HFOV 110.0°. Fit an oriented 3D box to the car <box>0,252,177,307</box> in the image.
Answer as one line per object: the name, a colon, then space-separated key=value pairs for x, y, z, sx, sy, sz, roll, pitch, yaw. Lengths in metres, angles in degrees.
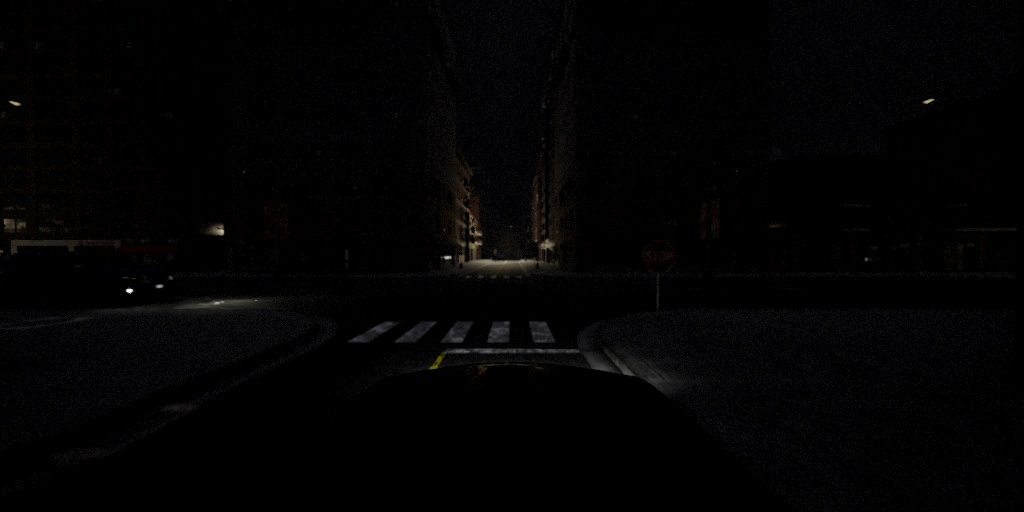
car: x=-17.011 y=0.874 z=14.495 sx=5.566 sy=2.045 sz=2.150 roll=0 pitch=1 yaw=0
